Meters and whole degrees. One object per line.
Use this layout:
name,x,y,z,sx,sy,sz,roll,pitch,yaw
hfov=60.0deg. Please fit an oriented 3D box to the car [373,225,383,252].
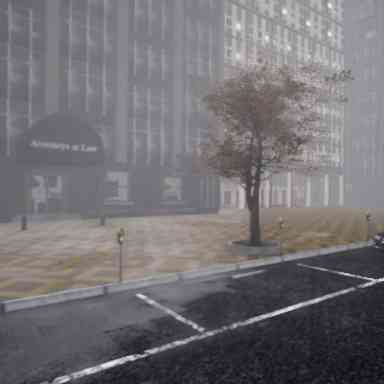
car,8.643,1.588,12.709,4.403,1.369,2.008,0,0,-35
